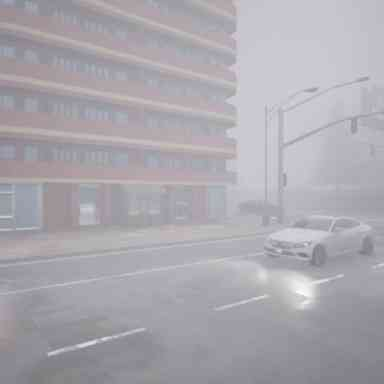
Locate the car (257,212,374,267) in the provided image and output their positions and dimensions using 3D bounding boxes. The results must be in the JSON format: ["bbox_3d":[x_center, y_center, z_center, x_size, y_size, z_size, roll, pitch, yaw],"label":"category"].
[{"bbox_3d":[4.555,1.526,11.560,4.674,1.442,1.812,0,0,-36],"label":"car"}]

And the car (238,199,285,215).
[{"bbox_3d":[6.669,1.478,32.182,1.882,1.535,5.008,0,0,-36],"label":"car"}]
